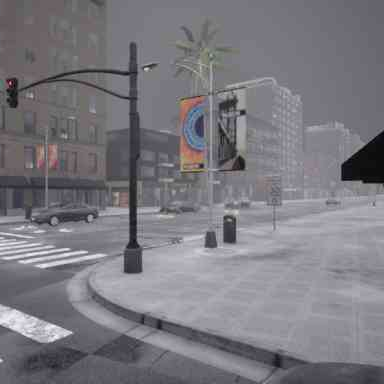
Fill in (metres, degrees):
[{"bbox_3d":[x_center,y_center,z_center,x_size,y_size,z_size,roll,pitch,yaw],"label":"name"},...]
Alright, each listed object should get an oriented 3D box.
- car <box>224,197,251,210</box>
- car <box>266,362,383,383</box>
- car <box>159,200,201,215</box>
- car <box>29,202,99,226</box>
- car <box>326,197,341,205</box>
[{"bbox_3d":[6.196,1.419,45.000,2.097,1.767,4.553,0,0,35],"label":"car"},{"bbox_3d":[2.203,1.551,1.279,4.403,1.369,2.008,0,0,35],"label":"car"},{"bbox_3d":[-1.103,1.586,34.675,2.033,1.411,5.357,0,0,35],"label":"car"},{"bbox_3d":[-8.921,1.520,23.566,1.837,1.490,4.892,0,0,35],"label":"car"},{"bbox_3d":[26.365,1.710,62.065,1.994,1.385,4.181,0,0,35],"label":"car"}]
